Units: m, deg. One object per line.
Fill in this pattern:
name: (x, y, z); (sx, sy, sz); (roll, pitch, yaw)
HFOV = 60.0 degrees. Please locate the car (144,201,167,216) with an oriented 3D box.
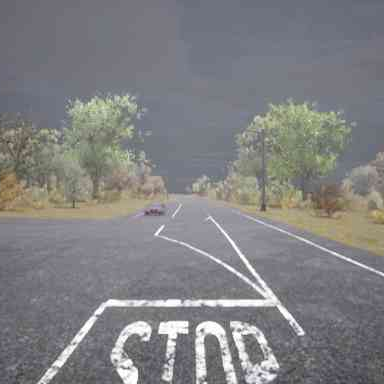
car: (-3.576, 1.640, 33.179); (1.994, 1.385, 4.181); (0, 0, 0)
